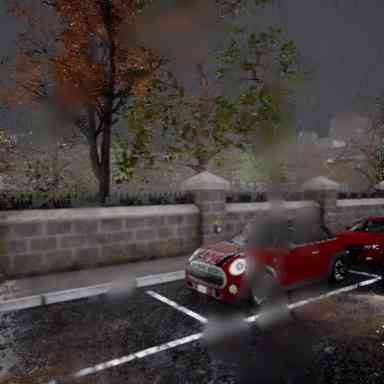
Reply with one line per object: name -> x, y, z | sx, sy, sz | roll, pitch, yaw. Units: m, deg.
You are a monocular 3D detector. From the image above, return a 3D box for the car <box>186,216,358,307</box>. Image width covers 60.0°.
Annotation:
car -> 1.830, 1.422, 7.873 | 4.097, 1.590, 1.967 | 0, 0, -36

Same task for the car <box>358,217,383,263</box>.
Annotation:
car -> 6.335, 1.509, 11.089 | 4.507, 1.381, 1.887 | 0, 0, -36

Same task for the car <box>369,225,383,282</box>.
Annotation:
car -> 6.307, 1.534, 7.873 | 4.181, 1.385, 1.994 | 0, 0, -35
